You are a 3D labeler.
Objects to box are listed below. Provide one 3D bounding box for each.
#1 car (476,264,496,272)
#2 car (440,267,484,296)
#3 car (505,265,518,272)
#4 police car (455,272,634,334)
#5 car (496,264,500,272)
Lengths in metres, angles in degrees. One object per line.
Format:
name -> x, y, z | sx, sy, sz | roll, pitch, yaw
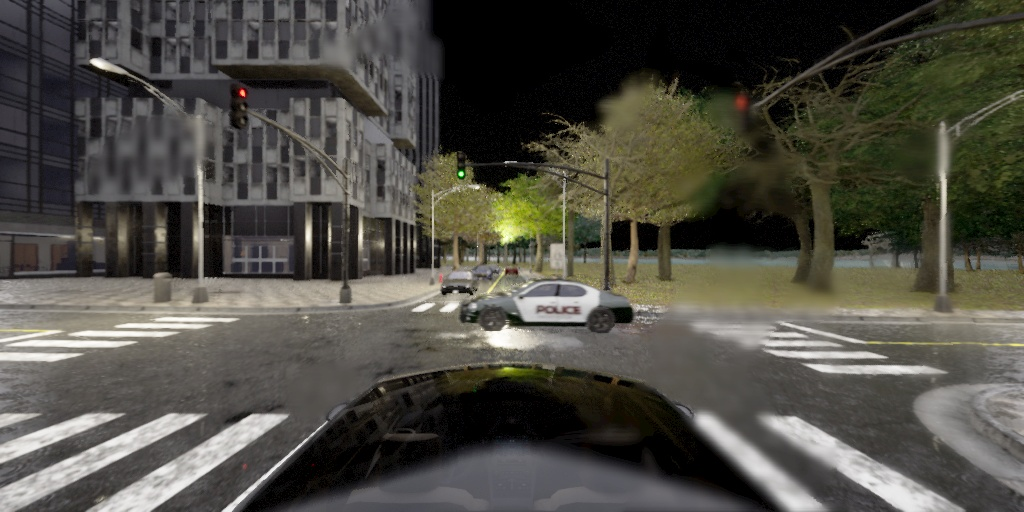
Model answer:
car -> -3.113, 1.702, 37.980 | 2.097, 1.767, 4.553 | 0, -1, 0
car -> -3.093, 1.612, 22.144 | 2.033, 1.411, 5.357 | 0, -1, -1
car -> -0.056, 2.105, 52.662 | 1.882, 1.535, 5.008 | 0, -1, 0
police car -> 0.981, 1.414, 10.891 | 4.974, 1.542, 2.038 | 1, 0, 0
car -> -3.073, 2.080, 57.696 | 2.097, 1.767, 4.553 | 0, -1, 0
